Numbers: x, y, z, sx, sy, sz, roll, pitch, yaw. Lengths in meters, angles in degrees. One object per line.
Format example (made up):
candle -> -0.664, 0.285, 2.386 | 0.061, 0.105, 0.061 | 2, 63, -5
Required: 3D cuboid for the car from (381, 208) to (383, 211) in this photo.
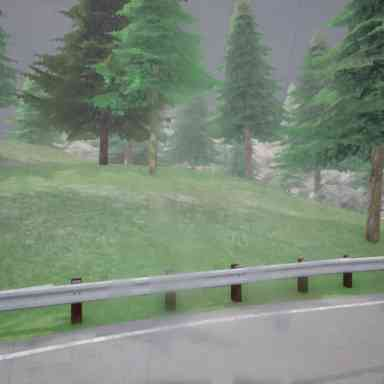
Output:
car -> 16.146, 1.563, 32.468 | 2.033, 1.411, 5.357 | 0, 0, -15
